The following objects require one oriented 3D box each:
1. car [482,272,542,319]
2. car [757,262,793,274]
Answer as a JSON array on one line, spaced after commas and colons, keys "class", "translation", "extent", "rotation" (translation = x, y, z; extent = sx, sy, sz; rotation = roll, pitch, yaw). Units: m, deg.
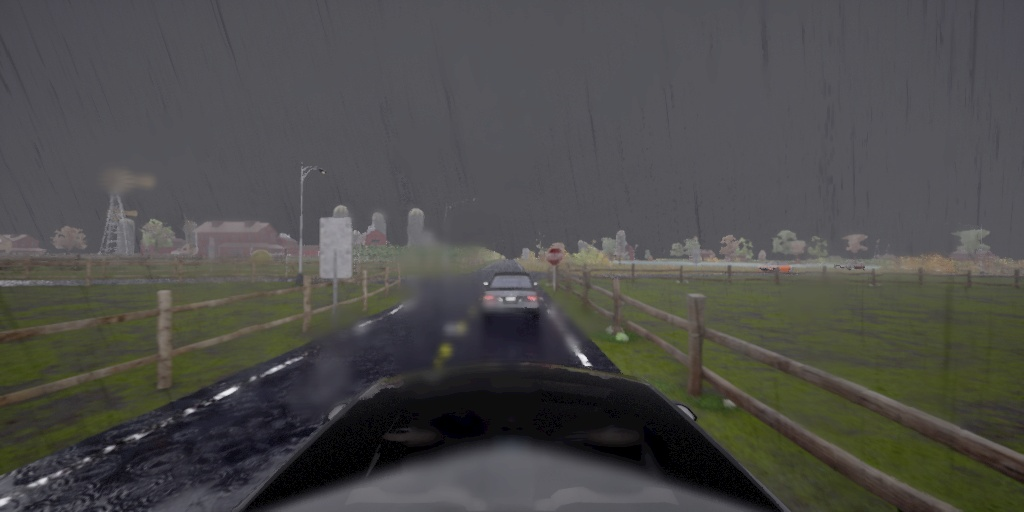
[{"class": "car", "translation": [-0.018, 1.255, 12.527], "extent": [2.033, 1.411, 5.357], "rotation": [0, 0, 0]}, {"class": "car", "translation": [35.378, 1.536, 48.346], "extent": [4.553, 1.767, 2.097], "rotation": [1, -1, -18]}]
